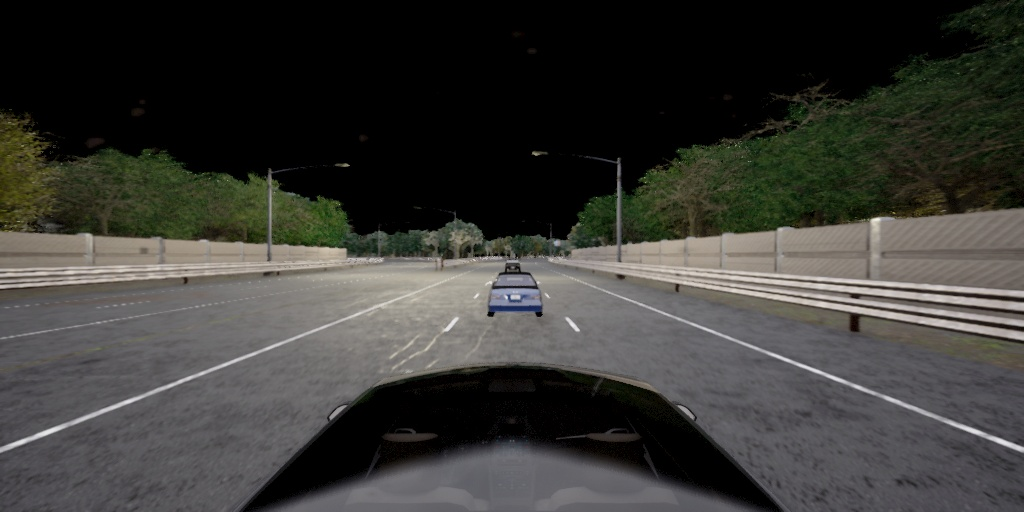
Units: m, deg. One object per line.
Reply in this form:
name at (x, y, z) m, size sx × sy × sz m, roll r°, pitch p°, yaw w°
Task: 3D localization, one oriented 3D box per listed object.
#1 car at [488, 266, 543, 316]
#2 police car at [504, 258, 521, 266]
car at (0.102, 1.279, 13.236) m, size 2.033 × 1.411 × 5.357 m, roll 0°, pitch 0°, yaw 0°
police car at (0.105, 1.107, 44.047) m, size 1.930 × 1.638 × 5.238 m, roll 0°, pitch 0°, yaw 0°
